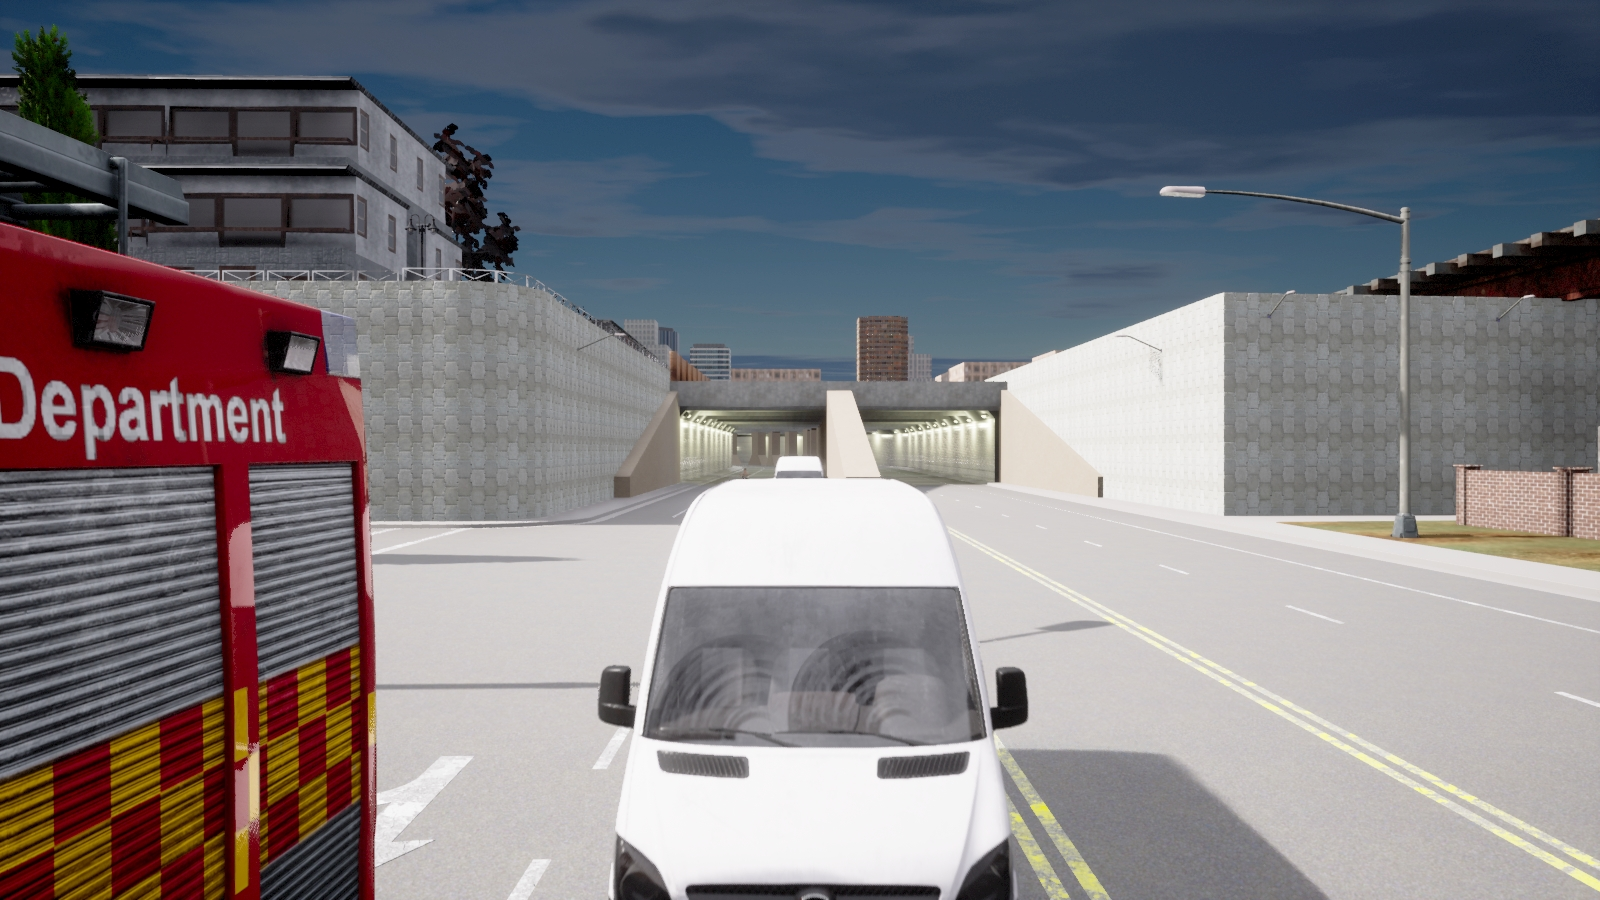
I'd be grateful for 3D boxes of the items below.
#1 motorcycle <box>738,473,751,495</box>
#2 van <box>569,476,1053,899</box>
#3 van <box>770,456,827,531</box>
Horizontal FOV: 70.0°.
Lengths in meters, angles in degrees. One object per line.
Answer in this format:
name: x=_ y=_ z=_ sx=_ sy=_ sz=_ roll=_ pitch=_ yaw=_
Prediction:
motorcycle: x=-3.555 y=2.170 z=73.225 sx=0.764 sy=1.277 sz=2.356 roll=0 pitch=0 yaw=0
van: x=0.073 y=1.532 z=7.663 sx=1.988 sy=2.561 sz=5.915 roll=0 pitch=0 yaw=1
van: x=-0.038 y=1.534 z=42.854 sx=1.988 sy=2.561 sz=5.915 roll=0 pitch=0 yaw=0
